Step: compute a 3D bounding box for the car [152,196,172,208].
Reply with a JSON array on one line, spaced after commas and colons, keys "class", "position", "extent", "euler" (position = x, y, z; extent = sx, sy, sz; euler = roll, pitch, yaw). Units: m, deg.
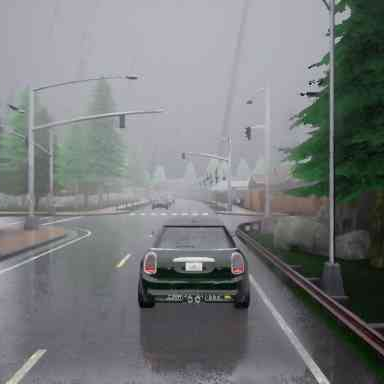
[{"class": "car", "position": [-4.101, 1.535, 43.767], "extent": [1.994, 1.385, 4.181], "euler": [0, 0, -1]}]

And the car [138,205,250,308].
[{"class": "car", "position": [0.053, 1.352, 8.066], "extent": [2.097, 1.767, 4.553], "euler": [0, 0, 1]}]

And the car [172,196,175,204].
[{"class": "car", "position": [-4.187, 1.571, 53.622], "extent": [1.895, 1.301, 4.718], "euler": [0, 0, 0]}]

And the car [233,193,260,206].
[{"class": "car", "position": [8.374, 1.146, 51.312], "extent": [3.866, 1.878, 1.905], "euler": [0, 0, -1]}]

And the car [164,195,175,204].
[{"class": "car", "position": [-4.270, 1.448, 63.801], "extent": [1.882, 1.535, 5.008], "euler": [0, 0, 0]}]

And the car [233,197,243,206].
[{"class": "car", "position": [8.791, 1.144, 48.803], "extent": [4.605, 1.855, 1.932], "euler": [0, 0, -1]}]
